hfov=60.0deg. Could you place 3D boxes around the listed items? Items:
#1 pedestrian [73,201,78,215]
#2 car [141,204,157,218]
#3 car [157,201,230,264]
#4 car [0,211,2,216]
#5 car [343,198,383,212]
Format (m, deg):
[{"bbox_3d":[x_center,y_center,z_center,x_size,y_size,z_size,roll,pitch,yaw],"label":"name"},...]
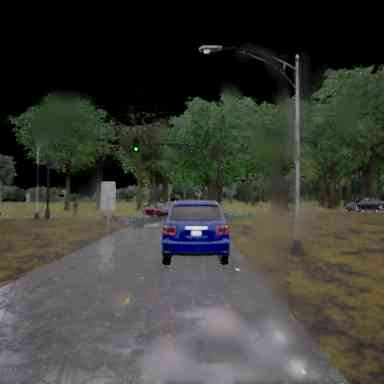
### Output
[{"bbox_3d":[-15.094,2.066,43.066,0.375,1.860,0.375,0,-2,0],"label":"pedestrian"},{"bbox_3d":[-3.393,1.815,32.947,1.895,1.301,4.718,-2,1,-31],"label":"car"},{"bbox_3d":[0.101,1.323,12.391,2.150,2.045,5.566,0,-1,-1],"label":"car"},{"bbox_3d":[-23.301,2.115,35.467,5.357,1.411,2.033,-1,-3,0],"label":"car"},{"bbox_3d":[20.316,1.532,39.136,4.892,1.490,1.837,-1,-3,0],"label":"car"}]
